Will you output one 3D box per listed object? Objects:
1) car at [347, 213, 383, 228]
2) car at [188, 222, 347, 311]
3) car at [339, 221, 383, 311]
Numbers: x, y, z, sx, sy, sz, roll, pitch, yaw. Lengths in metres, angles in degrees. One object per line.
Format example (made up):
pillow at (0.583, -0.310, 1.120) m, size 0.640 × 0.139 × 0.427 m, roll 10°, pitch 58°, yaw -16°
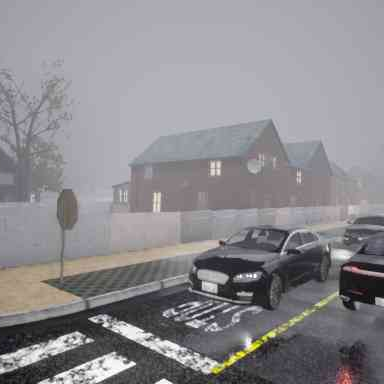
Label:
car at (8.858, 1.821, 16.131) m, size 1.837 × 1.490 × 4.892 m, roll 0°, pitch -1°, yaw 41°
car at (1.914, 1.602, 8.234) m, size 2.128 × 1.511 × 4.902 m, roll 0°, pitch -1°, yaw 40°
car at (4.738, 1.626, 7.190) m, size 2.128 × 1.511 × 4.902 m, roll 0°, pitch -1°, yaw 42°
